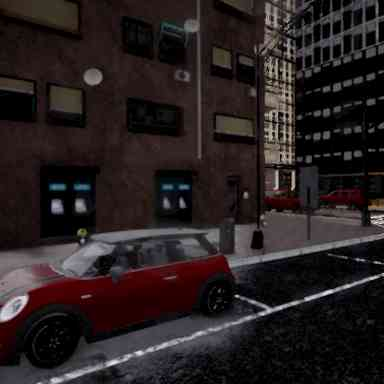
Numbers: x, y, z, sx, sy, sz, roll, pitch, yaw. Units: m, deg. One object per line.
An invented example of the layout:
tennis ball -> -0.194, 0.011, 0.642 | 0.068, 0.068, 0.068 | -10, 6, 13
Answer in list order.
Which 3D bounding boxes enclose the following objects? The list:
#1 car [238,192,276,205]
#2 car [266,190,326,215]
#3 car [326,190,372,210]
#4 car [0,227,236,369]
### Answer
car -> 7.814, 0.739, 40.511 | 1.947, 1.339, 4.313 | 1, 1, -36
car -> 7.600, 0.769, 26.560 | 2.192, 1.841, 5.009 | 1, 1, -36
car -> 14.342, 0.695, 31.535 | 2.192, 1.841, 5.009 | 1, 1, -36
car -> -1.270, 1.416, 5.652 | 4.097, 1.590, 1.967 | -1, 1, -35
